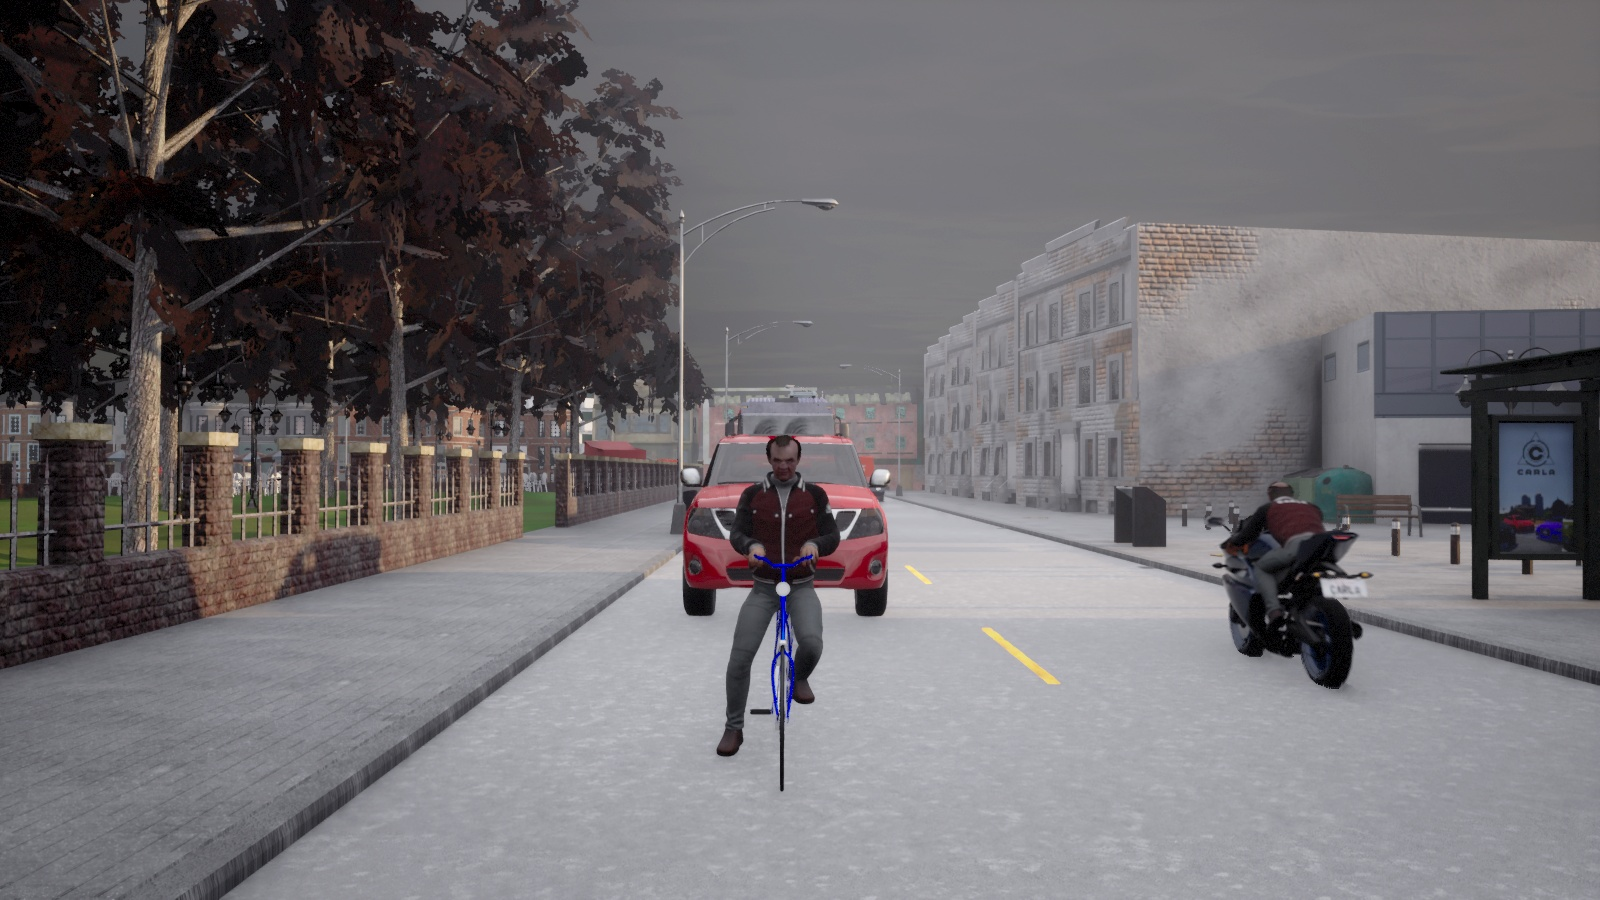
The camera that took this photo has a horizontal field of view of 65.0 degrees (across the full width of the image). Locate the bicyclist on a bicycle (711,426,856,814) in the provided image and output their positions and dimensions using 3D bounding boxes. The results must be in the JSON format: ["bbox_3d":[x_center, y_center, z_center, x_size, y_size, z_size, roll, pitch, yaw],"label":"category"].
[{"bbox_3d":[-0.083,0.798,6.689,0.659,1.776,1.843,0,-1,-1],"label":"bicyclist on a bicycle"}]

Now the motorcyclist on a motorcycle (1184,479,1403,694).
[{"bbox_3d":[3.883,1.004,10.122,0.866,1.530,2.191,0,-1,-1],"label":"motorcyclist on a motorcycle"}]

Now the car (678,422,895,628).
[{"bbox_3d":[-0.171,0.791,15.308,2.150,2.045,5.566,0,-1,-1],"label":"car"}]

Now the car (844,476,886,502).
[{"bbox_3d":[3.312,1.989,64.916,1.895,1.301,4.718,0,-1,-1],"label":"car"}]

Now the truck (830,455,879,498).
[{"bbox_3d":[3.196,1.574,75.182,2.627,2.467,5.204,0,-1,-1],"label":"truck"}]

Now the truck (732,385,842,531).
[{"bbox_3d":[-0.389,0.278,37.431,2.891,3.827,8.468,0,-1,-1],"label":"truck"}]
